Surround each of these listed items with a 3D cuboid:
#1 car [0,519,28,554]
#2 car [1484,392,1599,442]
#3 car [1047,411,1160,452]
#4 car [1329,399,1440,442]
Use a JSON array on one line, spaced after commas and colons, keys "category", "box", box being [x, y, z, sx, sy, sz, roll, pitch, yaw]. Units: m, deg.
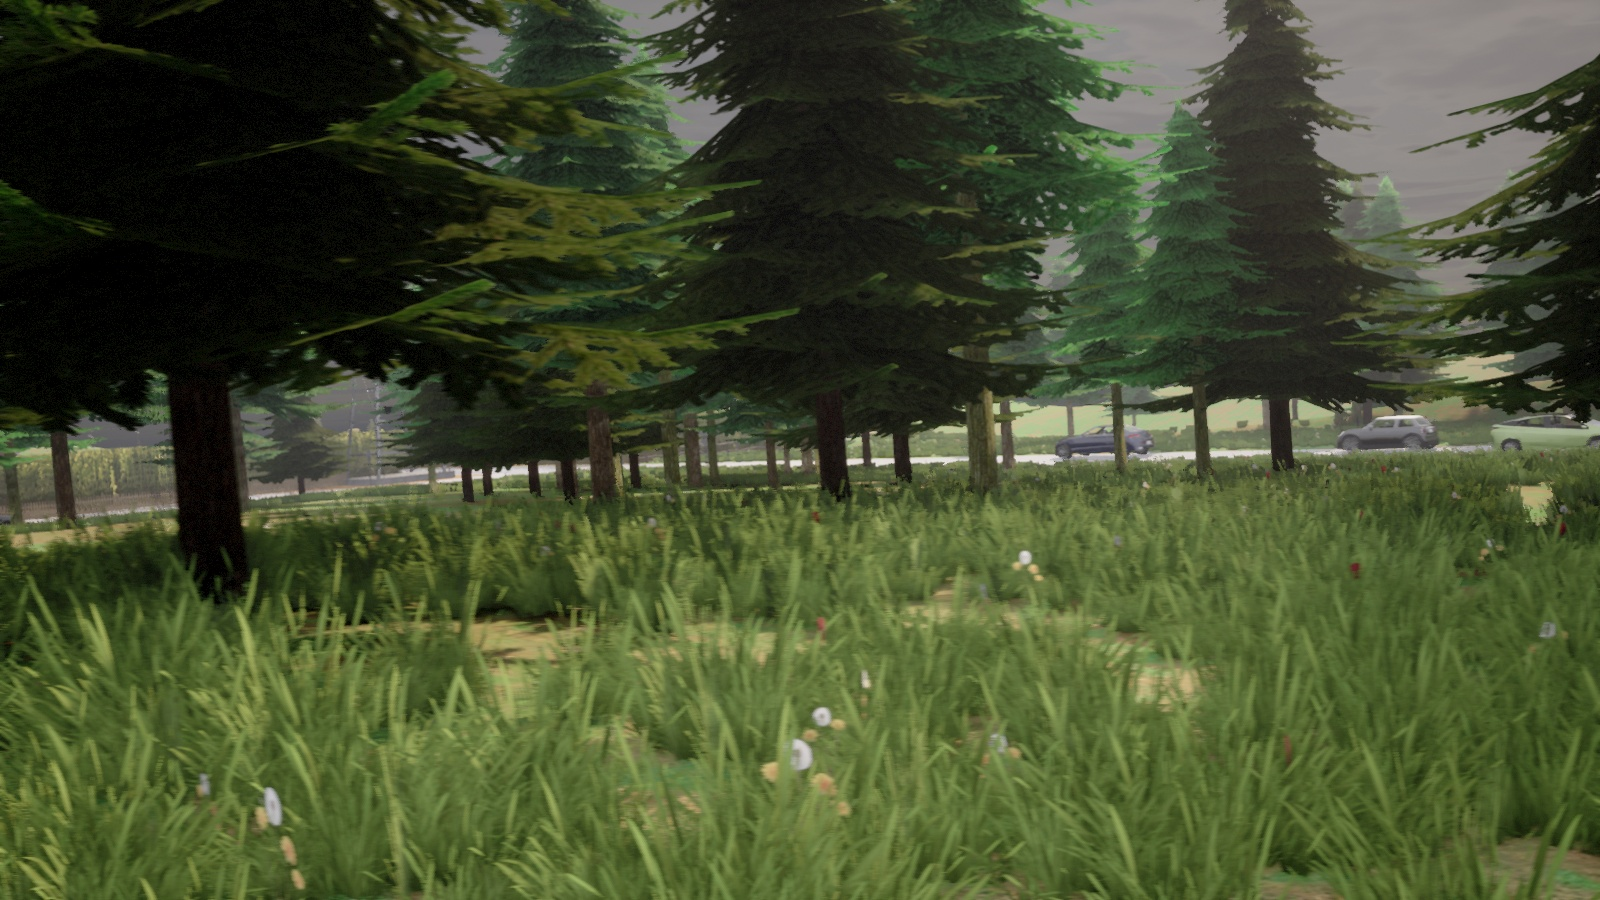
[{"category": "car", "box": [-42.340, 4.620, 64.646, 3.988, 1.617, 1.851, -8, 4, -44]}, {"category": "car", "box": [28.008, -1.230, 46.216, 2.007, 1.525, 4.514, -8, 4, -45]}, {"category": "car", "box": [15.309, -0.928, 63.565, 2.152, 1.651, 5.027, -8, 4, -45]}, {"category": "car", "box": [25.008, -1.253, 53.783, 1.970, 1.475, 3.806, -8, 4, -45]}]
